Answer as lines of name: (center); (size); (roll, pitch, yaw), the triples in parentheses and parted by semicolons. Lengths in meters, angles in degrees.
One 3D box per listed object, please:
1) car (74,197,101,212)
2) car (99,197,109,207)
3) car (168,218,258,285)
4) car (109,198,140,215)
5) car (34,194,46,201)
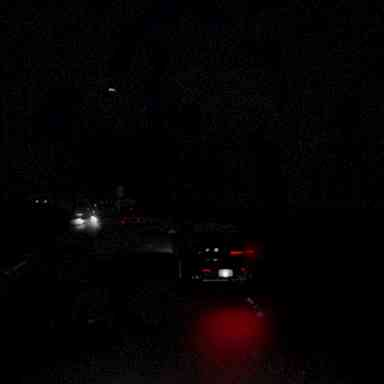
car: (-11.691, 1.424, 36.451); (1.895, 1.301, 4.718); (1, 0, -26)
car: (-12.199, 1.345, 44.677); (2.033, 1.411, 5.357); (1, 0, -32)
car: (0.445, 1.496, 9.572); (1.837, 1.490, 4.892); (0, 0, -7)
car: (-6.548, 1.376, 32.864); (1.882, 1.535, 5.008); (1, 0, -23)
car: (-33.110, 1.105, 72.513); (1.882, 1.535, 5.008); (1, -1, -32)
